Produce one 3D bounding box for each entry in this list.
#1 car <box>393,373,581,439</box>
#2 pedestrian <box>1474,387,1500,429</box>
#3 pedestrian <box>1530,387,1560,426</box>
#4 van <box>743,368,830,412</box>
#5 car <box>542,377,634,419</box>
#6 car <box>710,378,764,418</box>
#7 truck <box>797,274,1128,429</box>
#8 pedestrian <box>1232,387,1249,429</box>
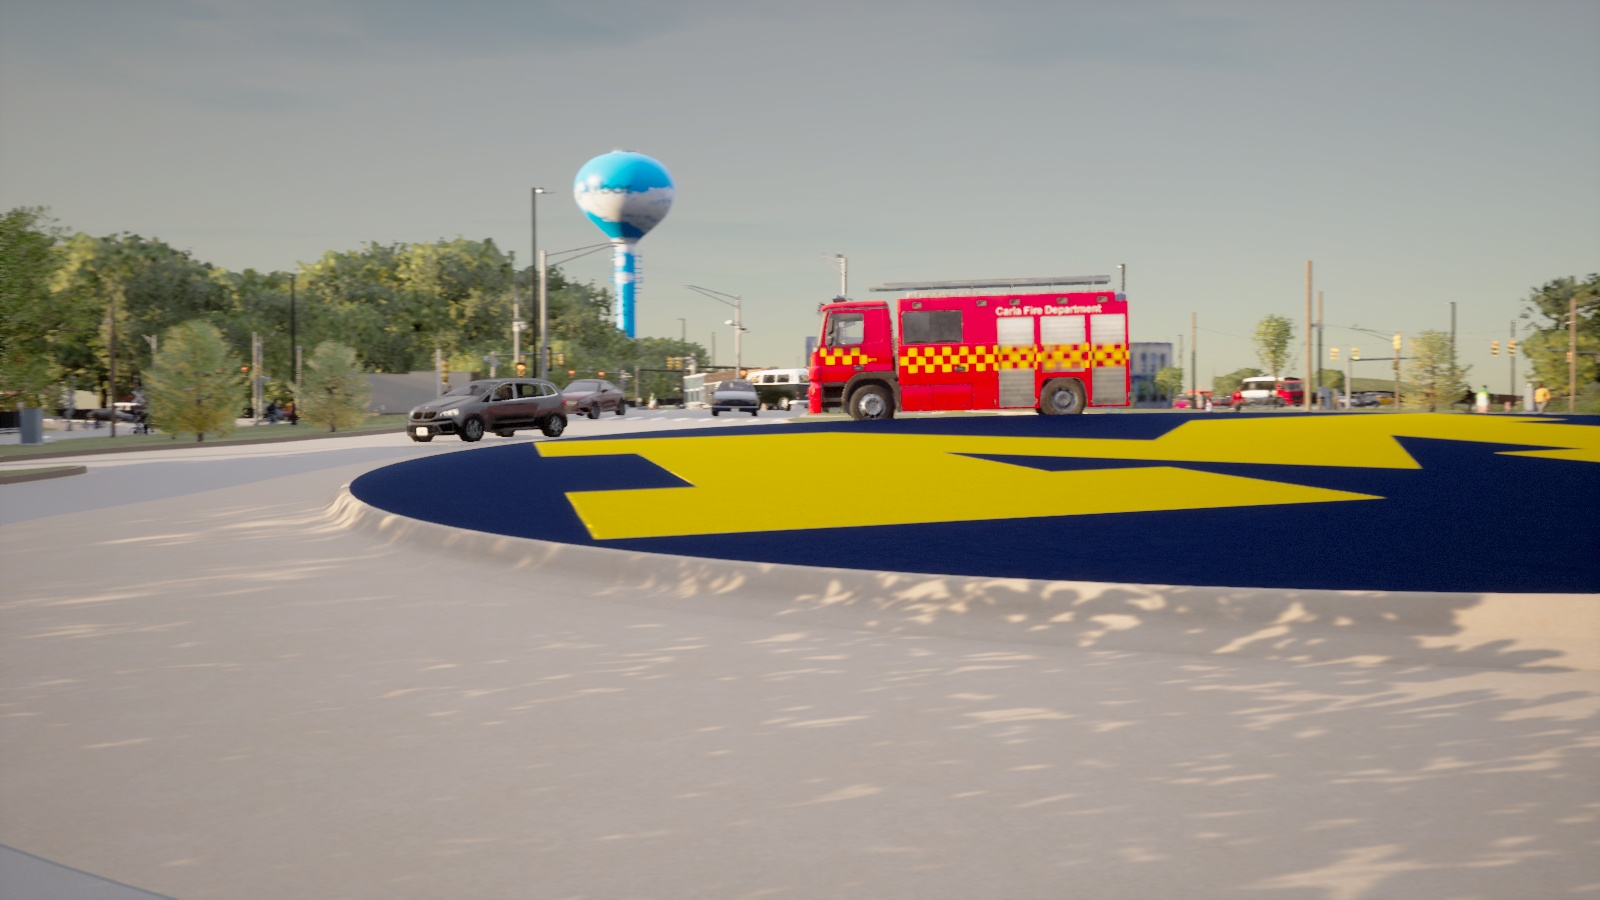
[{"bbox_3d":[-8.448,-1.240,34.255,2.242,1.667,4.611,1,3,34],"label":"car"},{"bbox_3d":[32.752,-1.989,59.880,0.873,1.952,0.659,0,1,-18],"label":"pedestrian"},{"bbox_3d":[35.723,-2.070,60.225,0.900,1.855,0.874,0,1,-26],"label":"pedestrian"},{"bbox_3d":[-0.708,-2.947,61.682,2.069,2.038,4.480,-2,3,-35],"label":"van"},{"bbox_3d":[-7.982,-2.005,47.745,1.812,1.442,4.674,1,4,12],"label":"car"},{"bbox_3d":[-2.516,-2.131,50.737,2.033,1.411,5.357,1,4,-2],"label":"car"},{"bbox_3d":[4.314,-2.557,34.044,8.468,3.827,2.891,-1,1,6],"label":"truck"},{"bbox_3d":[19.555,-1.873,55.723,0.636,1.846,0.331,0,1,-22],"label":"pedestrian"}]
